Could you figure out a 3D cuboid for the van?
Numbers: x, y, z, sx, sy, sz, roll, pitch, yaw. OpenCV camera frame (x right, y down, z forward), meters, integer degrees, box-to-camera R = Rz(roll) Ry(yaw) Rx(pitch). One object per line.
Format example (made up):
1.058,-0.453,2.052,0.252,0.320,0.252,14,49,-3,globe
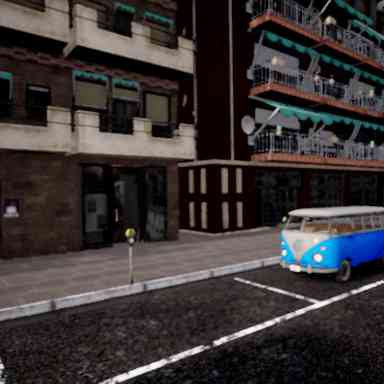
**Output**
4.181,1.318,9.341,3.998,1.788,1.690,0,-1,-37,van

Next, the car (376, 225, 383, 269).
6.416,1.487,7.797,4.674,1.442,1.812,0,0,-37,car
